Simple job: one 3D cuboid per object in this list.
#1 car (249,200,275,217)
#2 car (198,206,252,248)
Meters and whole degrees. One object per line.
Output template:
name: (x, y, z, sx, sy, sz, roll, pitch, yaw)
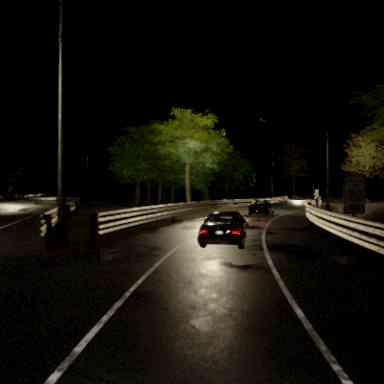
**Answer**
car: (6.803, 1.514, 32.267, 2.128, 1.511, 4.902, 0, 0, 23)
car: (1.495, 1.554, 14.829, 2.033, 1.411, 5.357, 0, 0, 11)
